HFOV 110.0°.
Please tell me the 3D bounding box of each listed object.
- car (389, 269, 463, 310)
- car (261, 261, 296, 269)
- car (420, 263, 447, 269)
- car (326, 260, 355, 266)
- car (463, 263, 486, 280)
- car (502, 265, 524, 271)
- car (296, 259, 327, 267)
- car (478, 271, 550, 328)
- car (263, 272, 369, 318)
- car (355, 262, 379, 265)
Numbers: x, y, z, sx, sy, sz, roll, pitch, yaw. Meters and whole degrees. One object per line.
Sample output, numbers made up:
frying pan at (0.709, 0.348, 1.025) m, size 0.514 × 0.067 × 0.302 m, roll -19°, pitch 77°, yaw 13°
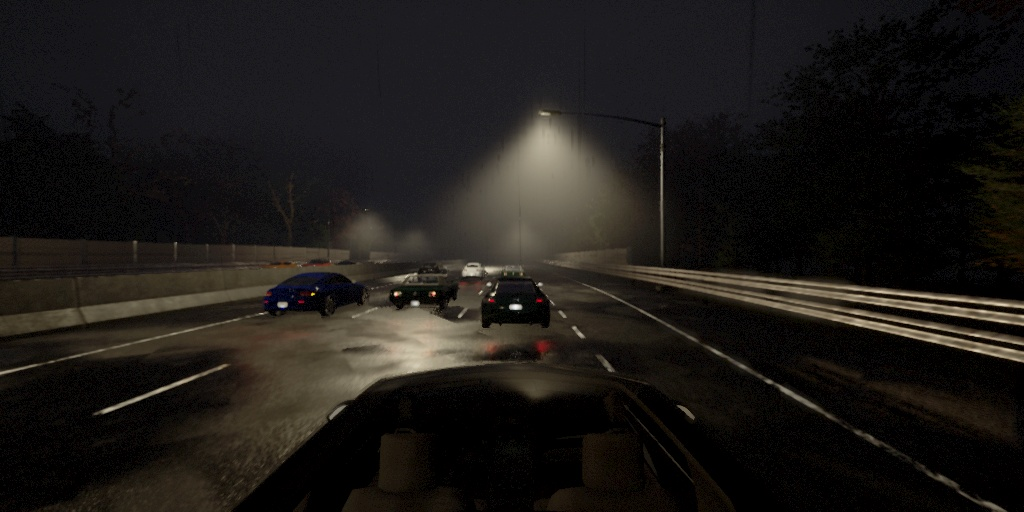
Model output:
car at (-3.398, 1.385, 14.839) m, size 1.895 × 1.301 × 4.718 m, roll 0°, pitch 0°, yaw 0°
car at (-28.070, 1.356, 43.343) m, size 1.882 × 1.535 × 5.008 m, roll 0°, pitch -1°, yaw 0°
car at (-6.898, 1.341, 31.449) m, size 1.837 × 1.490 × 4.892 m, roll 0°, pitch 0°, yaw 0°
car at (-21.073, 1.394, 45.480) m, size 1.837 × 1.490 × 4.892 m, roll 0°, pitch -1°, yaw 0°
car at (-3.412, 1.366, 32.472) m, size 1.812 × 1.442 × 4.674 m, roll 0°, pitch 0°, yaw 0°
car at (0.102, 1.432, 29.896) m, size 1.895 × 1.301 × 4.718 m, roll 0°, pitch 0°, yaw 0°
car at (-24.569, 1.237, 45.251) m, size 2.097 × 1.767 × 4.553 m, roll 0°, pitch 0°, yaw 0°
car at (0.100, 1.339, 11.579) m, size 1.994 × 1.385 × 4.181 m, roll 0°, pitch 0°, yaw 0°
car at (-6.899, 1.305, 13.089) m, size 1.812 × 1.442 × 4.674 m, roll 0°, pitch 0°, yaw 0°
car at (-17.574, 1.450, 45.266) m, size 1.994 × 1.385 × 4.181 m, roll 0°, pitch 0°, yaw 0°
